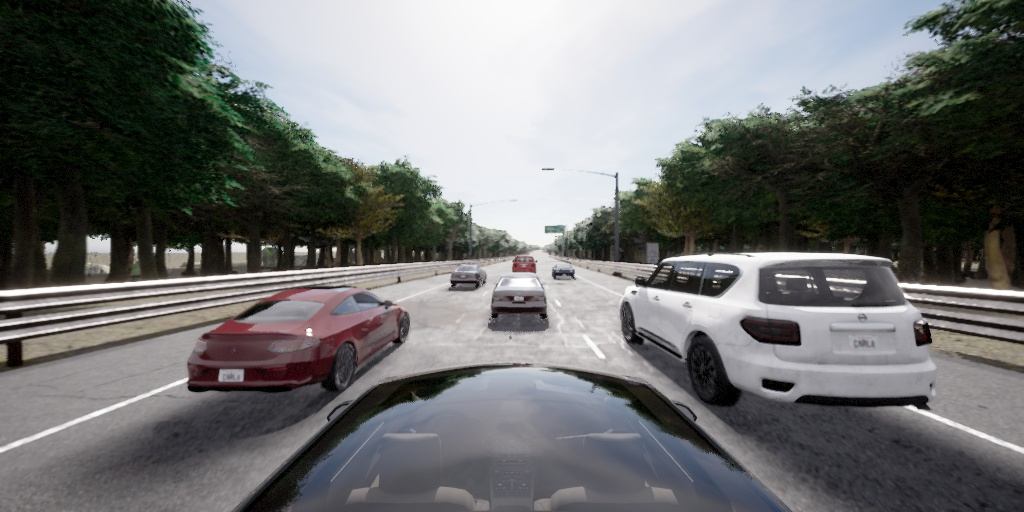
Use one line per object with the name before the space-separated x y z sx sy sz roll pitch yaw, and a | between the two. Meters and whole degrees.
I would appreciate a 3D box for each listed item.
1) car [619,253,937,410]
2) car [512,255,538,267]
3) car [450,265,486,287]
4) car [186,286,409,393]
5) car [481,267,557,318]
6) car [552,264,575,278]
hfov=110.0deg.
car | 3.649 0.975 6.372 2.150 2.045 5.566 0 0 1
car | 1.192 0.973 33.455 2.150 2.045 5.566 0 0 4
car | -2.839 1.295 24.144 2.033 1.411 5.357 0 0 3
car | -3.350 1.272 6.604 1.812 1.442 4.674 0 0 0
car | 0.264 1.298 13.010 2.033 1.411 5.357 0 0 1
car | 4.694 1.357 33.384 1.895 1.301 4.718 0 0 4
